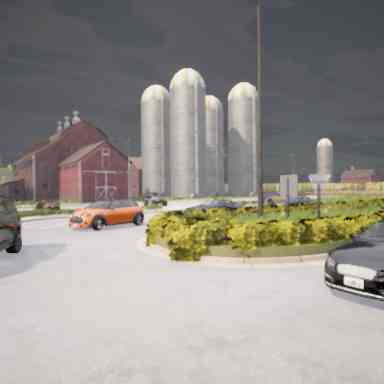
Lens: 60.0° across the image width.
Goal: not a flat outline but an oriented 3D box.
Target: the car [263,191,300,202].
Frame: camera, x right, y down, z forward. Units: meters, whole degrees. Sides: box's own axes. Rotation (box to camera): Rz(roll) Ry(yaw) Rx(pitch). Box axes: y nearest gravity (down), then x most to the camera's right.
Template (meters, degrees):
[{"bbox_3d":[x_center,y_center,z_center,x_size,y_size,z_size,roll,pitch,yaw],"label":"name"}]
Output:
[{"bbox_3d":[11.124,0.798,39.494,1.932,1.855,4.605,-1,1,-36],"label":"car"}]

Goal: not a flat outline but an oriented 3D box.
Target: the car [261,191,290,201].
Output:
[{"bbox_3d":[14.667,0.745,58.457,2.242,1.667,4.611,-1,1,-36],"label":"car"}]

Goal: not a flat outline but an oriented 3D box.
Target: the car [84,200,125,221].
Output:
[{"bbox_3d":[-6.947,1.370,26.133,1.784,1.438,3.905,-1,1,-36],"label":"car"}]

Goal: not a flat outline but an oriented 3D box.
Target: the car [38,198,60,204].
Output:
[{"bbox_3d":[-15.478,1.377,35.838,1.816,1.474,4.193,-1,1,-36],"label":"car"}]

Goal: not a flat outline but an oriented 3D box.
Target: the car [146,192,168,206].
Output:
[{"bbox_3d":[-4.911,0.967,44.223,1.905,1.878,3.866,-1,1,-36],"label":"car"}]

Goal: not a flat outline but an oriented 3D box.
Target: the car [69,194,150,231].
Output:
[{"bbox_3d":[-5.064,1.233,20.061,2.097,1.767,4.553,0,1,38],"label":"car"}]

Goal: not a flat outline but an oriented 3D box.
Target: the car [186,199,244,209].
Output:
[{"bbox_3d":[2.022,1.274,26.701,5.357,1.411,2.033,-1,1,-36],"label":"car"}]

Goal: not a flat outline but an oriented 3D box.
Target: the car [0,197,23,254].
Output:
[{"bbox_3d":[-7.033,1.220,10.353,2.150,2.045,5.566,-1,0,-13],"label":"car"}]

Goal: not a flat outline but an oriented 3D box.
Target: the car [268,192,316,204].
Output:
[{"bbox_3d":[10.156,1.057,32.560,4.902,1.511,2.128,-1,1,-36],"label":"car"}]

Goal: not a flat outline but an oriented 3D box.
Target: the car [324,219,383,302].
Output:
[{"bbox_3d":[4.975,1.356,7.561,4.902,1.511,2.128,-1,1,-36],"label":"car"}]
